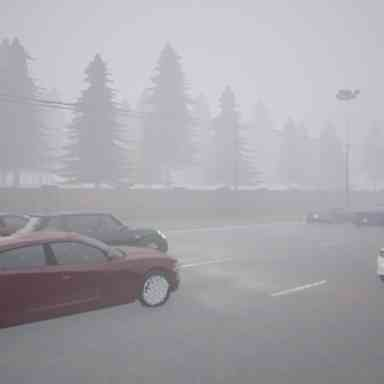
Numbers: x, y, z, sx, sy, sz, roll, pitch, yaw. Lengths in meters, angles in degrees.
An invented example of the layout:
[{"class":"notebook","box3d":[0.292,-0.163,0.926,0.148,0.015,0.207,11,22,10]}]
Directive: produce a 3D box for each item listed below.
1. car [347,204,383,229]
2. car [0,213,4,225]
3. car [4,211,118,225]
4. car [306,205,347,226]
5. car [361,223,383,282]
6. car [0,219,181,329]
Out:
[{"class":"car","box3d":[12.217,1.538,21.053,5.008,1.535,1.882,0,0,-35]},{"class":"car","box3d":[-6.566,1.482,11.962,5.008,1.535,1.882,0,0,-35]},{"class":"car","box3d":[-2.967,1.362,10.226,4.553,1.767,2.097,0,0,-35]},{"class":"car","box3d":[10.084,1.625,23.831,4.181,1.385,1.994,0,0,-35]},{"class":"car","box3d":[6.399,1.553,8.307,4.674,1.442,1.812,0,0,-36]},{"class":"car","box3d":[-2.542,1.482,6.233,5.008,1.535,1.882,0,0,-35]}]
